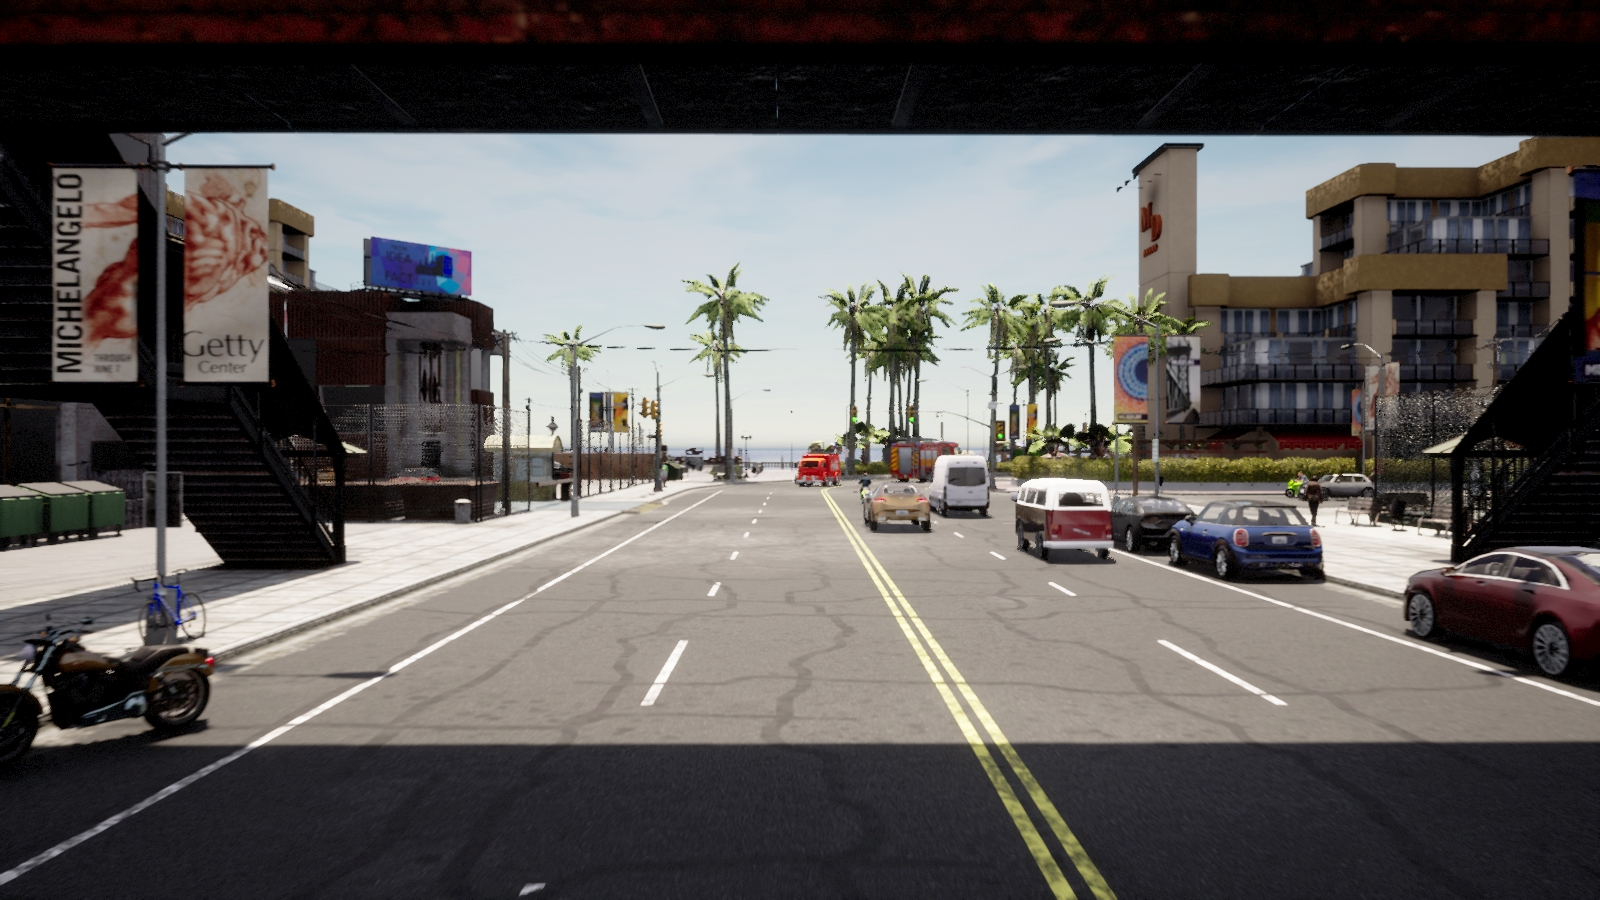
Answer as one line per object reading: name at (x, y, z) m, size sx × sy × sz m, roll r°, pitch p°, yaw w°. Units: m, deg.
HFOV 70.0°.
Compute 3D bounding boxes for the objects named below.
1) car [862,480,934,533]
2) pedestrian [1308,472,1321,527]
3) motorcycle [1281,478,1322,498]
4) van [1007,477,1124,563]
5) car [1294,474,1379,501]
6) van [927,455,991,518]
car at (3.469, 1.992, 41.411) m, size 2.152 × 1.651 × 5.027 m, roll 0°, pitch 0°, yaw 0°
pedestrian at (17.572, 1.696, 39.039) m, size 0.375 × 1.860 × 0.375 m, roll 0°, pitch 0°, yaw 19°
motorcycle at (29.323, 2.213, 66.771) m, size 2.033 × 1.145 × 0.803 m, roll 0°, pitch 0°, yaw -1°
van at (7.004, 1.782, 30.601) m, size 2.069 × 2.038 × 4.480 m, roll 0°, pitch 0°, yaw 0°
car at (29.658, 2.065, 63.255) m, size 3.806 × 1.475 × 1.970 m, roll 0°, pitch 0°, yaw -1°
van at (6.920, 1.534, 50.288) m, size 1.988 × 2.561 × 5.915 m, roll 0°, pitch 0°, yaw 0°
